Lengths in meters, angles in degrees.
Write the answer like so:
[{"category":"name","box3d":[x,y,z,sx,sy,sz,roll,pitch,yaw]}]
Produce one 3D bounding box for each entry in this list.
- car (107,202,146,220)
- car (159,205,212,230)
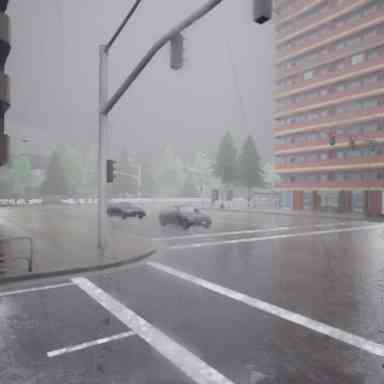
[{"category":"car","box3d":[-6.074,1.637,30.043,2.033,1.411,5.357,1,0,-35]},{"category":"car","box3d":[-0.571,1.615,22.121,1.812,1.442,4.674,1,0,-34]}]
